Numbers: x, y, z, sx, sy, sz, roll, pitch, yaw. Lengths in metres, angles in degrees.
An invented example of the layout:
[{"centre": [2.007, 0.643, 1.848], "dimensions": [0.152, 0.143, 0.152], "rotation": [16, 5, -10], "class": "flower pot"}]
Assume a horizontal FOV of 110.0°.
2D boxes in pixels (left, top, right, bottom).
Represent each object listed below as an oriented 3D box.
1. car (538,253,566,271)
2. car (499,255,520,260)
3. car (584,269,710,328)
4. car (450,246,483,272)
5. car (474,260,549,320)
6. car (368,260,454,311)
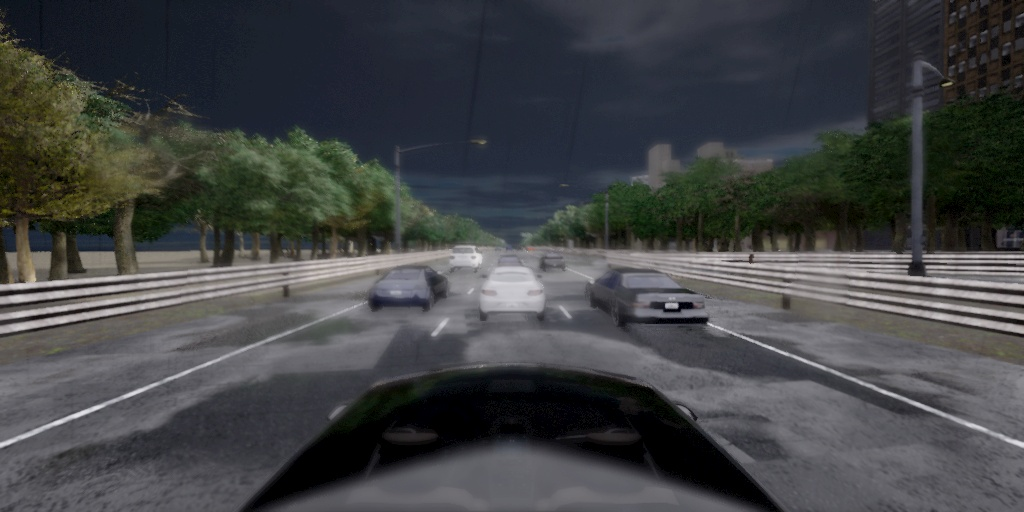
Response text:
[{"centre": [3.323, 0.446, 30.280], "dimensions": [2.128, 1.511, 4.902], "rotation": [0, 2, 0], "class": "car"}, {"centre": [-0.154, 0.658, 25.273], "dimensions": [2.033, 1.411, 5.357], "rotation": [0, 2, 0], "class": "car"}, {"centre": [3.487, 1.067, 10.360], "dimensions": [2.033, 1.411, 5.357], "rotation": [0, 2, 0], "class": "car"}, {"centre": [-3.669, 0.211, 29.279], "dimensions": [2.150, 2.045, 5.566], "rotation": [0, 2, 0], "class": "car"}, {"centre": [0.001, 1.023, 11.329], "dimensions": [1.812, 1.442, 4.674], "rotation": [0, 2, 0], "class": "car"}, {"centre": [-3.529, 1.025, 12.879], "dimensions": [1.994, 1.385, 4.181], "rotation": [0, 2, 0], "class": "car"}]
